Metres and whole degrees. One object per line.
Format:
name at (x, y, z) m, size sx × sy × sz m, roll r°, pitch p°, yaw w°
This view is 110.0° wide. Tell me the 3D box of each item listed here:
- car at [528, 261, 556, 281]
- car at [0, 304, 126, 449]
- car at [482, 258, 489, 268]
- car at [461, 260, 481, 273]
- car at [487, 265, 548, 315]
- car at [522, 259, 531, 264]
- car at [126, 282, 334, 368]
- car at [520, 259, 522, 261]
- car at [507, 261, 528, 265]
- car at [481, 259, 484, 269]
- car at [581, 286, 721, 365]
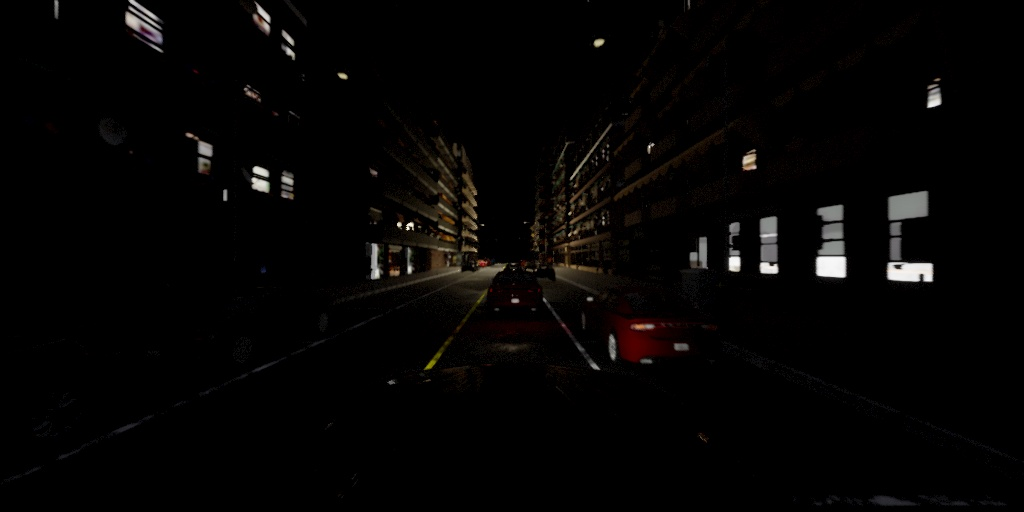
car at (2.699, 1.397, 30.467) m, size 2.007 × 1.370 × 4.403 m, roll 0°, pitch 0°, yaw 0°
car at (-5.692, 1.192, 2.292) m, size 1.967 × 1.591 × 4.097 m, roll 0°, pitch 0°, yaw 0°
car at (-5.671, 1.502, 64.291) m, size 1.888 × 1.381 × 4.507 m, roll 0°, pitch 0°, yaw 0°
car at (-5.676, 1.453, 47.382) m, size 2.007 × 1.370 × 4.403 m, roll 0°, pitch 0°, yaw 0°
car at (0.104, 1.268, 13.759) m, size 1.882 × 1.535 × 5.008 m, roll 0°, pitch 0°, yaw 0°
car at (2.707, 1.445, 53.181) m, size 1.751 × 1.417 × 4.829 m, roll 0°, pitch 0°, yaw 0°
car at (-5.689, 1.317, 7.929) m, size 1.888 × 1.381 × 4.507 m, roll 0°, pitch 0°, yaw 0°
car at (2.708, 1.504, 58.648) m, size 1.948 × 1.339 × 4.313 m, roll 0°, pitch 0°, yaw 0°
car at (0.109, 1.399, 32.025) m, size 2.033 × 1.411 × 5.357 m, roll 0°, pitch 0°, yaw 0°
car at (-5.675, 1.471, 53.019) m, size 2.007 × 1.370 × 4.403 m, roll 0°, pitch 0°, yaw 0°
car at (2.691, 1.316, 7.922) m, size 1.888 × 1.381 × 4.507 m, roll 0°, pitch 0°, yaw 0°
